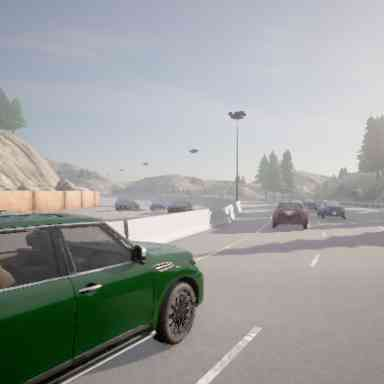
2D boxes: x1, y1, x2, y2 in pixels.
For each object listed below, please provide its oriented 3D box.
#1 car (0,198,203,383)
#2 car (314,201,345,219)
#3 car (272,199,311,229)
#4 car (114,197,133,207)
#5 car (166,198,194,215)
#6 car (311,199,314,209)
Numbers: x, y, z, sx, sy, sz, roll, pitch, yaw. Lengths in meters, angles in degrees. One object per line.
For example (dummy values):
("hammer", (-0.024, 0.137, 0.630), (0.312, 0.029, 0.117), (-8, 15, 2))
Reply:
("car", (-2.007, 1.224, 3.984), (2.150, 2.045, 5.566), (0, 0, 33))
("car", (12.093, 1.526, 29.055), (1.812, 1.442, 4.674), (0, 0, 15))
("car", (6.585, 1.352, 22.097), (2.097, 1.767, 4.553), (0, 0, 19))
("car", (-10.504, 1.493, 51.445), (2.128, 1.511, 4.902), (0, 0, -3))
("car", (-1.172, 1.477, 34.488), (1.882, 1.535, 5.008), (0, 0, 10))
("car", (13.781, 1.526, 40.082), (1.812, 1.442, 4.674), (0, 0, 6))
